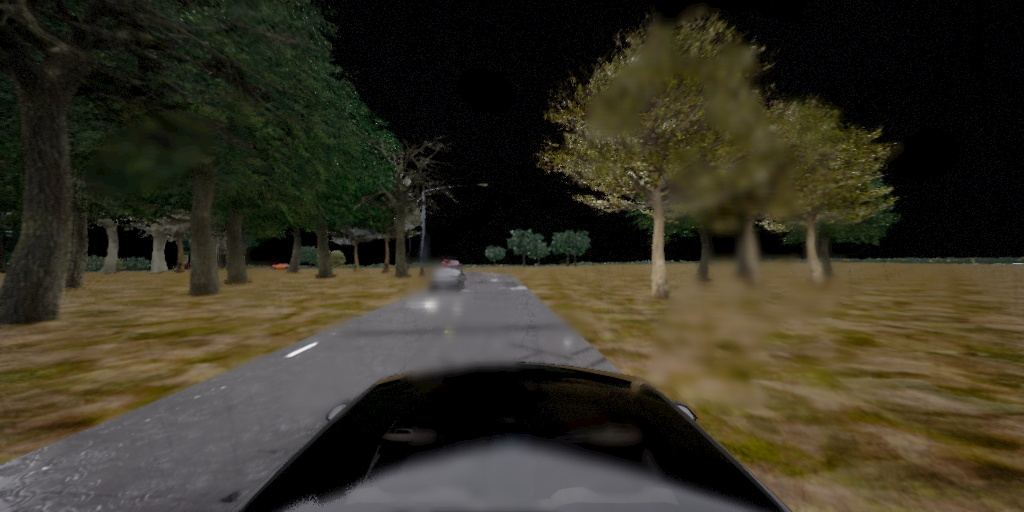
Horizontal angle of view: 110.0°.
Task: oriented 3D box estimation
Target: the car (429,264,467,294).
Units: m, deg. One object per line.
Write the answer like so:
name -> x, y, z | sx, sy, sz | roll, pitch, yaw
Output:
car -> -3.900, 1.465, 22.402 | 1.882, 1.535, 5.008 | 0, -1, -3

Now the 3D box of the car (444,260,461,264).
car -> -10.351, 1.725, 63.091 | 2.150, 2.045, 5.566 | 2, -1, -30
